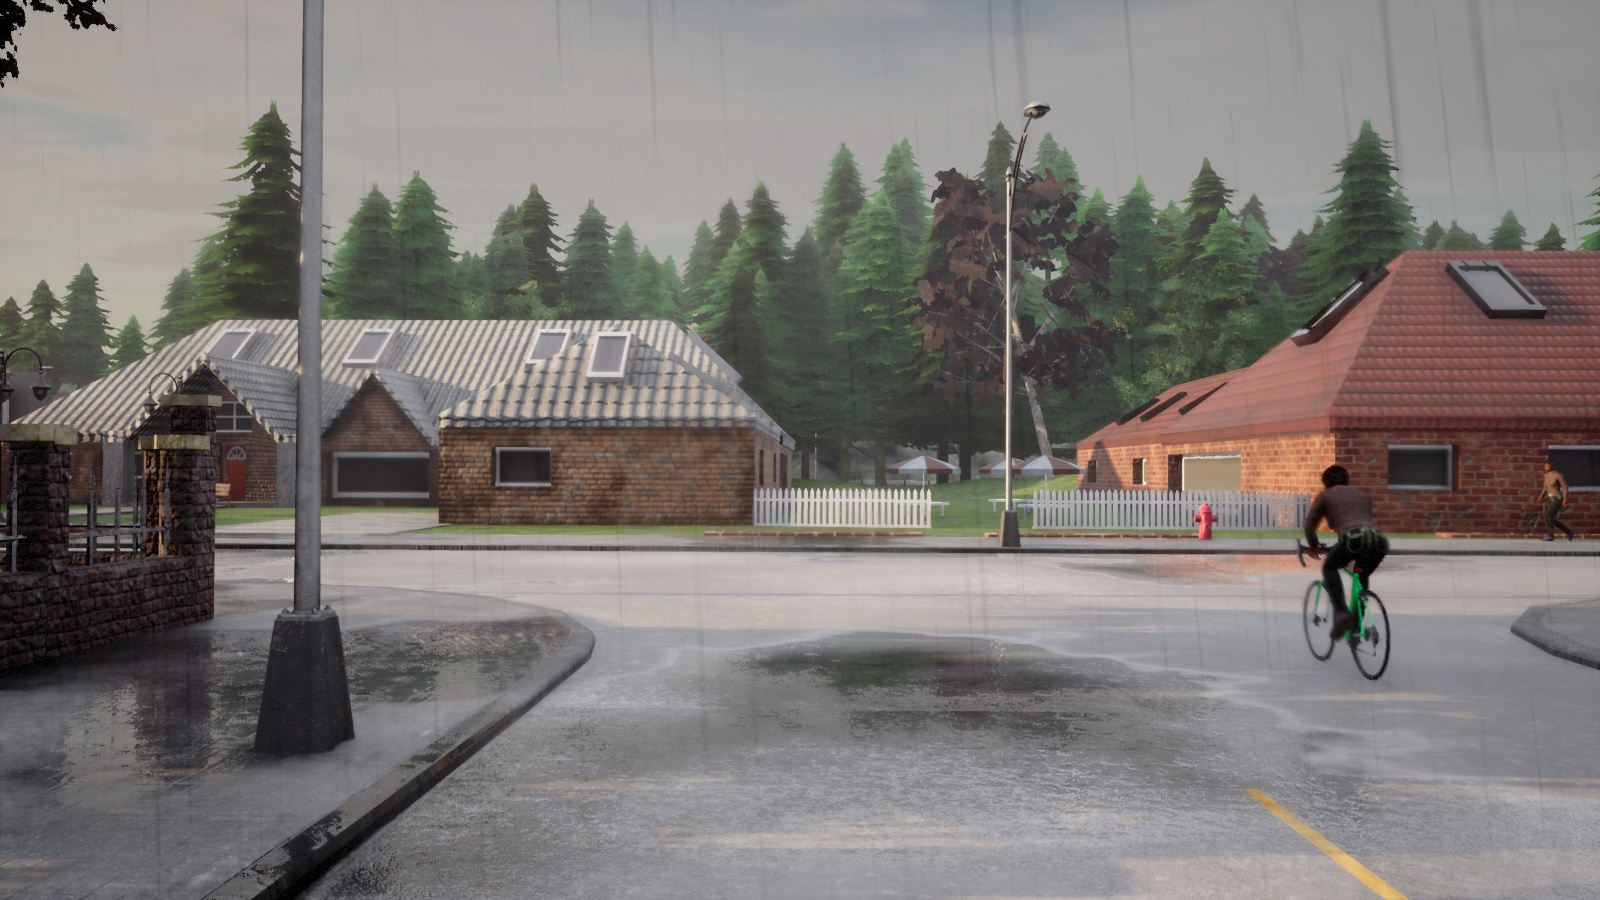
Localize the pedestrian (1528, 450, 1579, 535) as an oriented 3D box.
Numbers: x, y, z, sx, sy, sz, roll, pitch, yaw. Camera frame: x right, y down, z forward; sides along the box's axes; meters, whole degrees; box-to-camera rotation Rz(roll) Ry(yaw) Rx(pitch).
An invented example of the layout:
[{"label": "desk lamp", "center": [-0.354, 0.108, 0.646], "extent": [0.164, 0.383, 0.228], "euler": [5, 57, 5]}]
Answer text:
[{"label": "pedestrian", "center": [16.109, 0.910, 26.861], "extent": [0.869, 1.805, 0.328], "euler": [0, -1, 0]}]

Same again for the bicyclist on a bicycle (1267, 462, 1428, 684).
[{"label": "bicyclist on a bicycle", "center": [4.322, 0.918, 10.037], "extent": [0.582, 1.620, 1.656], "euler": [0, -1, 1]}]
